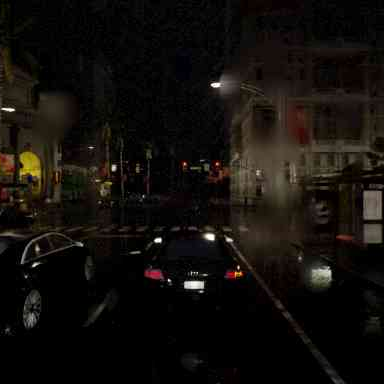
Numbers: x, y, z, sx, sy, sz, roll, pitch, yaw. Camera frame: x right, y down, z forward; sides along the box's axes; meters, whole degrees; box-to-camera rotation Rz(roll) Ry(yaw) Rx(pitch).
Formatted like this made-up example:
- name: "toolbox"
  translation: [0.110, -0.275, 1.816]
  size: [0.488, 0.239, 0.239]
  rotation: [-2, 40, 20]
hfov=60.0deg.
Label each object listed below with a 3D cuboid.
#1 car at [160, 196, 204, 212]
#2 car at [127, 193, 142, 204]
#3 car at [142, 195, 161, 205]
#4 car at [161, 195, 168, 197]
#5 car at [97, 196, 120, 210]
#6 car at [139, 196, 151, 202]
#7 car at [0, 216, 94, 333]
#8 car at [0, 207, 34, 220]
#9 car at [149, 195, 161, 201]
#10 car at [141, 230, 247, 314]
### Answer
- name: "car"
  translation: [-1.197, 1.525, 38.811]
  size: [4.674, 1.442, 1.812]
  rotation: [0, 0, 44]
- name: "car"
  translation: [-10.718, 1.219, 62.701]
  size: [2.150, 2.045, 5.566]
  rotation: [0, 0, 0]
- name: "car"
  translation: [-7.238, 1.477, 60.194]
  size: [1.882, 1.535, 5.008]
  rotation: [0, 0, 0]
- name: "car"
  translation: [-7.201, 1.525, 75.141]
  size: [2.128, 1.511, 4.902]
  rotation: [0, 0, 0]
- name: "car"
  translation: [-10.715, 1.351, 43.104]
  size: [2.097, 1.767, 4.553]
  rotation: [0, 0, 0]
- name: "car"
  translation: [-10.704, 1.540, 76.510]
  size: [2.033, 1.411, 5.357]
  rotation: [0, 0, 0]
- name: "car"
  translation: [-3.461, 1.492, 6.772]
  size: [2.128, 1.511, 4.902]
  rotation: [0, 0, 0]
- name: "car"
  translation: [-10.649, 1.547, 18.353]
  size: [2.033, 1.411, 5.357]
  rotation: [0, 0, 0]
- name: "car"
  translation: [-9.981, 1.524, 90.067]
  size: [1.812, 1.442, 4.674]
  rotation: [0, 0, 9]
- name: "car"
  translation: [0.043, 1.564, 7.710]
  size: [1.994, 1.385, 4.181]
  rotation: [0, 0, 0]
